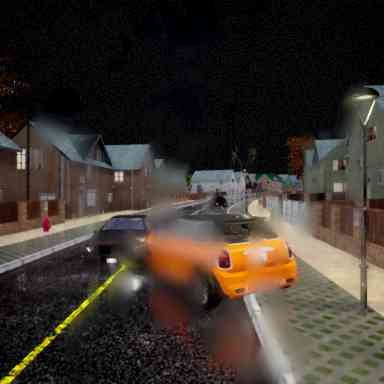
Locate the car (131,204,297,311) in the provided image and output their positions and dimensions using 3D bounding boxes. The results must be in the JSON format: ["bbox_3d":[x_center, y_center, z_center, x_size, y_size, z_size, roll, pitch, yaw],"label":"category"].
[{"bbox_3d":[0.312,1.310,8.199,2.097,1.767,4.553,-2,-1,-28],"label":"car"}]

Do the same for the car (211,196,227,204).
[{"bbox_3d":[3.598,1.292,43.976,1.812,1.442,4.674,0,1,11],"label":"car"}]

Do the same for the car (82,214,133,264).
[{"bbox_3d":[-2.259,1.533,12.004,2.033,1.411,5.357,0,0,0],"label":"car"}]
